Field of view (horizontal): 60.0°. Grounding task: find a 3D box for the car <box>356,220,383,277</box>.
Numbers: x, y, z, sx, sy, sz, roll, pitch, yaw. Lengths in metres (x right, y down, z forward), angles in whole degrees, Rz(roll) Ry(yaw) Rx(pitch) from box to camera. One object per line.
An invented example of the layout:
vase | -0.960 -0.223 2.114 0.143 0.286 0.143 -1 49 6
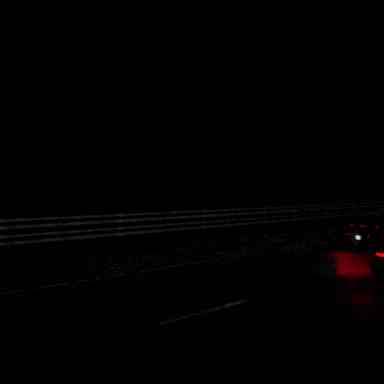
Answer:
car | 6.703 1.496 8.566 5.357 1.411 2.033 0 0 -35

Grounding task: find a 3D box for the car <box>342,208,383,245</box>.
car | 8.235 1.433 13.935 4.892 1.490 1.837 -1 0 -35
